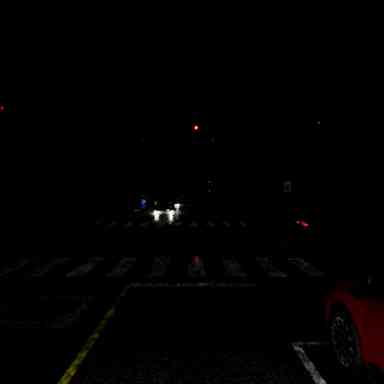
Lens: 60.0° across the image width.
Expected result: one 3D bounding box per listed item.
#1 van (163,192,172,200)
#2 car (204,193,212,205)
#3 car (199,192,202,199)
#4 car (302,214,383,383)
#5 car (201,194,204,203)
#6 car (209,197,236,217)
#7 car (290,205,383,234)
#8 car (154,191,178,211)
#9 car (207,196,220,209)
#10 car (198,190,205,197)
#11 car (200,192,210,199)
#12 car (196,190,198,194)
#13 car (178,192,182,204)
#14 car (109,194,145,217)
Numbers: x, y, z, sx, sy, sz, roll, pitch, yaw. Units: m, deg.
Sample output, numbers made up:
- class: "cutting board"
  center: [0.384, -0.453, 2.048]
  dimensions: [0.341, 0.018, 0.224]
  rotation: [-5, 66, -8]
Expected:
- class: "van"
  center: [-5.739, 0.825, 77.802]
  dimensions: [1.690, 1.788, 3.998]
  rotation: [0, 0, 0]
- class: "car"
  center: [2.776, 1.196, 39.839]
  dimensions: [1.967, 1.590, 4.097]
  rotation: [0, 0, 0]
- class: "car"
  center: [2.781, 1.171, 61.521]
  dimensions: [1.947, 1.339, 4.313]
  rotation: [0, 0, 0]
- class: "car"
  center: [2.765, 1.301, 2.440]
  dimensions: [2.192, 1.841, 5.009]
  rotation: [0, 0, 0]
- class: "car"
  center: [2.778, 1.264, 50.680]
  dimensions: [1.802, 1.307, 4.206]
  rotation: [0, 0, 0]
- class: "car"
  center: [2.772, 1.392, 29.000]
  dimensions: [1.947, 1.339, 4.313]
  rotation: [0, 0, 0]
- class: "car"
  center: [7.094, 1.281, 14.415]
  dimensions: [5.357, 1.411, 2.033]
  rotation: [-2, 0, 0]
- class: "car"
  center: [-3.074, 1.124, 37.575]
  dimensions: [2.097, 1.767, 4.553]
  rotation: [0, 0, 0]
- class: "car"
  center: [2.774, 1.374, 34.419]
  dimensions: [1.802, 1.307, 4.206]
  rotation: [0, 0, 0]
- class: "car"
  center: [2.784, 0.880, 66.939]
  dimensions: [2.192, 1.841, 5.009]
  rotation: [0, 0, 0]
- class: "car"
  center: [2.780, 1.189, 56.100]
  dimensions: [1.887, 1.381, 4.507]
  rotation: [0, 0, 0]
- class: "car"
  center: [2.788, 0.756, 83.200]
  dimensions: [2.192, 1.841, 5.009]
  rotation: [0, 0, 0]
- class: "car"
  center: [-3.031, 1.162, 54.470]
  dimensions: [1.837, 1.490, 4.892]
  rotation: [0, 0, 1]
- class: "car"
  center: [-5.753, 1.142, 29.020]
  dimensions: [2.192, 1.841, 5.009]
  rotation: [0, 0, 0]
